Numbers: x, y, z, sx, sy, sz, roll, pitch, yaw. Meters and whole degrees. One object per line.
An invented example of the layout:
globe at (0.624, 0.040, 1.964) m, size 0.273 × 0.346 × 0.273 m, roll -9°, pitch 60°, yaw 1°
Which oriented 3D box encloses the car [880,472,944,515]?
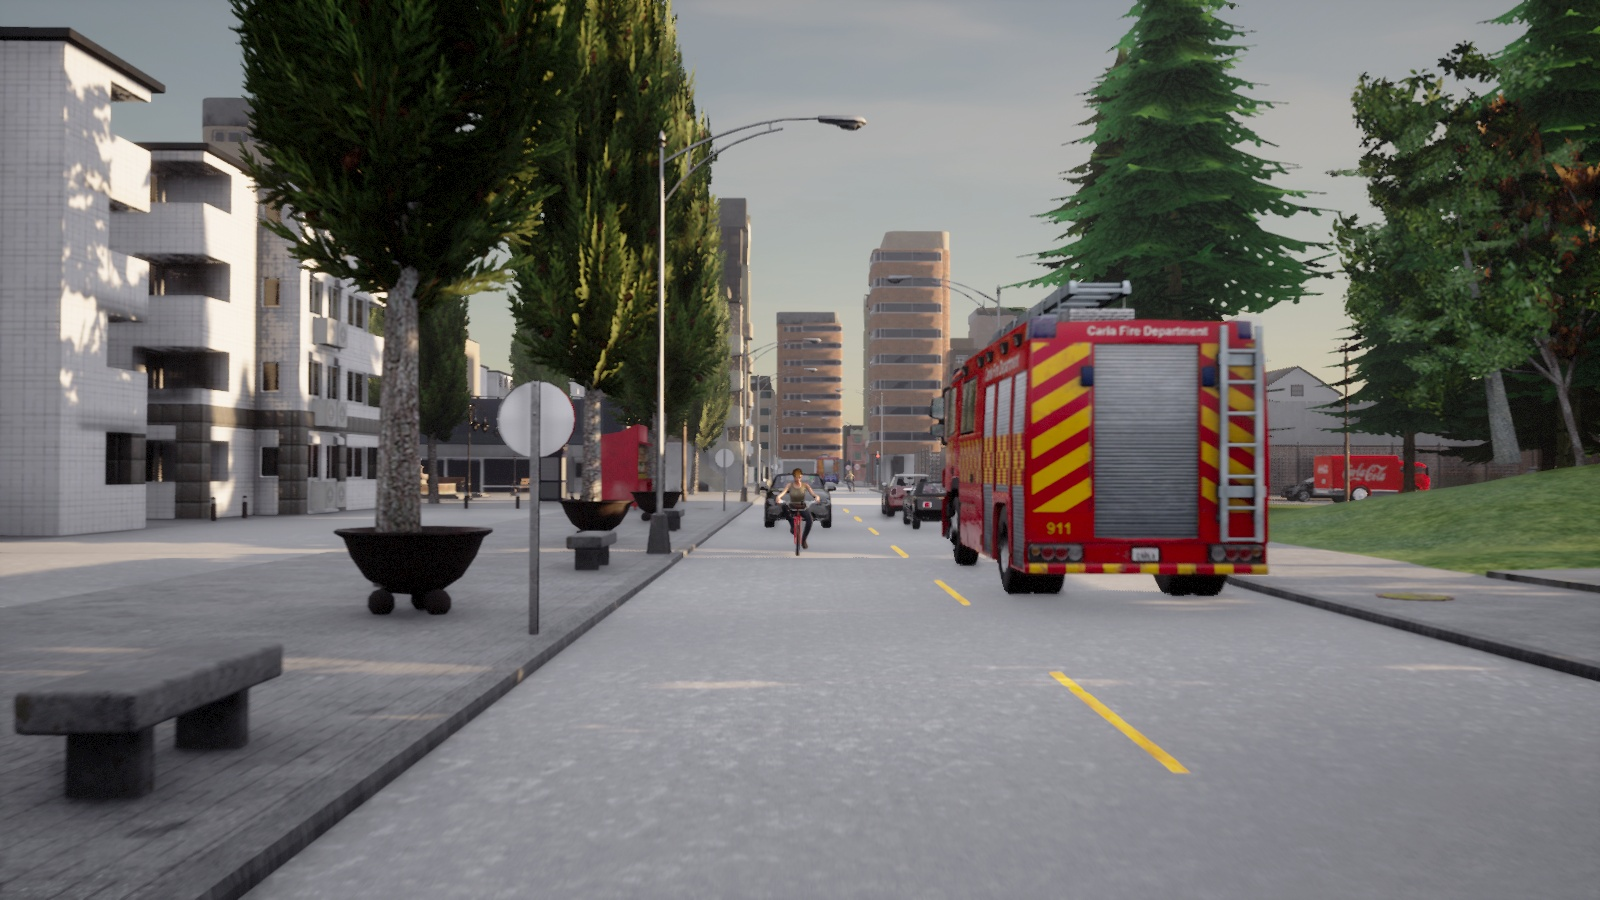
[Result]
car at (3.927, 1.513, 44.676) m, size 1.970 × 1.475 × 3.806 m, roll 0°, pitch -1°, yaw 1°

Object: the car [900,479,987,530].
car at (3.964, 1.493, 35.433) m, size 1.895 × 1.301 × 4.718 m, roll 0°, pitch -1°, yaw 0°

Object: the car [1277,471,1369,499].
car at (28.160, 1.852, 67.683) m, size 4.193 × 1.474 × 1.816 m, roll 0°, pitch -1°, yaw 0°

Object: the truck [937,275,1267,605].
truck at (3.977, -0.050, 18.866) m, size 2.891 × 3.827 × 8.468 m, roll 0°, pitch -1°, yaw 0°

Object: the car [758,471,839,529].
car at (-0.038, 1.366, 35.551) m, size 2.128 × 1.511 × 4.902 m, roll 0°, pitch -1°, yaw 0°

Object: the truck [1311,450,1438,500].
truck at (29.062, 1.275, 63.693) m, size 5.204 × 2.467 × 2.627 m, roll 0°, pitch -1°, yaw 0°

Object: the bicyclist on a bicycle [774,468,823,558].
bicyclist on a bicycle at (-0.030, 1.141, 23.268) m, size 0.866 × 1.612 × 1.509 m, roll 0°, pitch -1°, yaw 0°
